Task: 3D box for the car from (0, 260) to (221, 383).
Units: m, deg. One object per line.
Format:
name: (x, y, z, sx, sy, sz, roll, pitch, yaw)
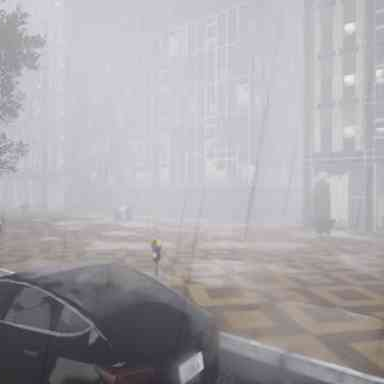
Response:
car: (-1.696, 1.543, 4.088, 4.313, 1.339, 1.947, 0, 0, 36)
